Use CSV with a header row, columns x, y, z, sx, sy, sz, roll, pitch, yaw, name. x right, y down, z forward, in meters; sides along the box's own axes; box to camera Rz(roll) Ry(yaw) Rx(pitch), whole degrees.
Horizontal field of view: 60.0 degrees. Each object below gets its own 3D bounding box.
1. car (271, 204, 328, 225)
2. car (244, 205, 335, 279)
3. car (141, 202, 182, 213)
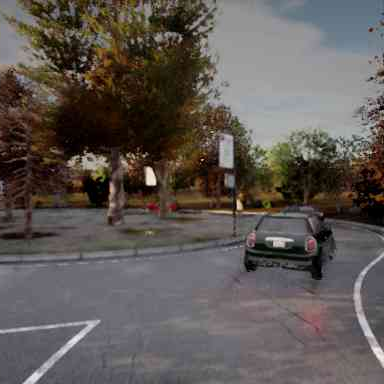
x,y,z,sx,sy,sz,roll,pitch,yaw,name
8.430,1.712,26.706,2.033,1.411,5.357,0,0,-11,car
3.287,1.415,10.688,2.097,1.767,4.553,0,0,27,car
-3.748,1.785,39.930,4.718,1.301,1.895,1,0,18,car
